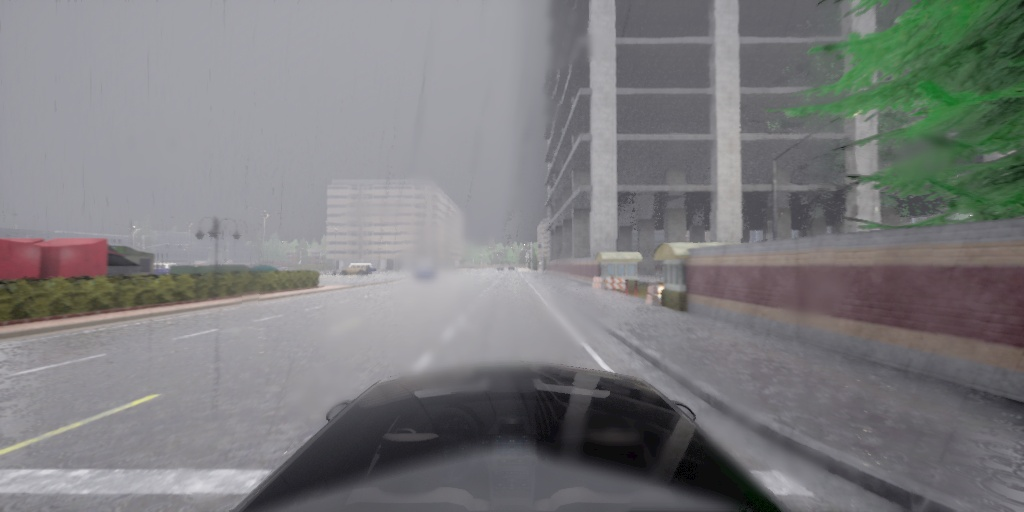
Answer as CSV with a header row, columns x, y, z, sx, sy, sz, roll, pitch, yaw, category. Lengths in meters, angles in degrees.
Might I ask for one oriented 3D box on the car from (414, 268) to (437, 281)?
x,y,z,sx,sy,sz,roll,pitch,yaw,category
-10.514,2.239,43.927,1.882,1.535,5.008,0,0,0,car
